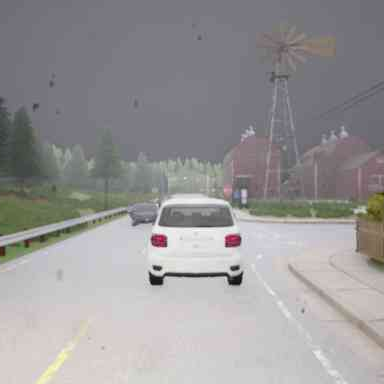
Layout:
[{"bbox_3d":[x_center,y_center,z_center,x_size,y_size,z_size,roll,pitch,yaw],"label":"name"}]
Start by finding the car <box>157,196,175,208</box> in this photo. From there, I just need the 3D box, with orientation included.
[{"bbox_3d":[-3.542,1.273,45.786,2.128,1.511,4.902,0,0,0],"label":"car"}]

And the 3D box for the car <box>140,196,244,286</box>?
[{"bbox_3d":[0.094,1.173,9.438,2.150,2.045,5.566,0,0,0],"label":"car"}]

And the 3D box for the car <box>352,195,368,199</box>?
[{"bbox_3d":[27.415,1.243,54.651,1.816,1.474,4.193,0,0,-1],"label":"car"}]

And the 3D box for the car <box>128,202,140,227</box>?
[{"bbox_3d":[-3.130,1.400,21.940,1.837,1.490,4.892,-2,0,-12],"label":"car"}]
